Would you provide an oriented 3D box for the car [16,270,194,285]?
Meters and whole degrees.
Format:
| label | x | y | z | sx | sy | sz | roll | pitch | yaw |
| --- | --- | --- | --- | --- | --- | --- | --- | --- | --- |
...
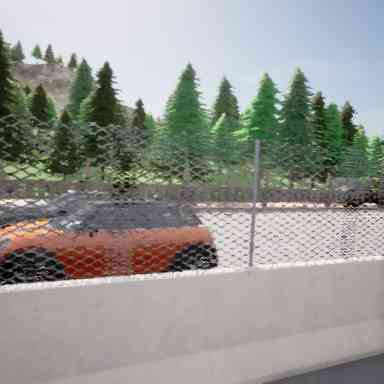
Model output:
| label | x | y | z | sx | sy | sz | roll | pitch | yaw |
| --- | --- | --- | --- | --- | --- | --- | --- | --- | --- |
| car | -1.759 | 0.894 | 6.959 | 4.553 | 1.767 | 2.097 | 1 | 3 | -24 |
